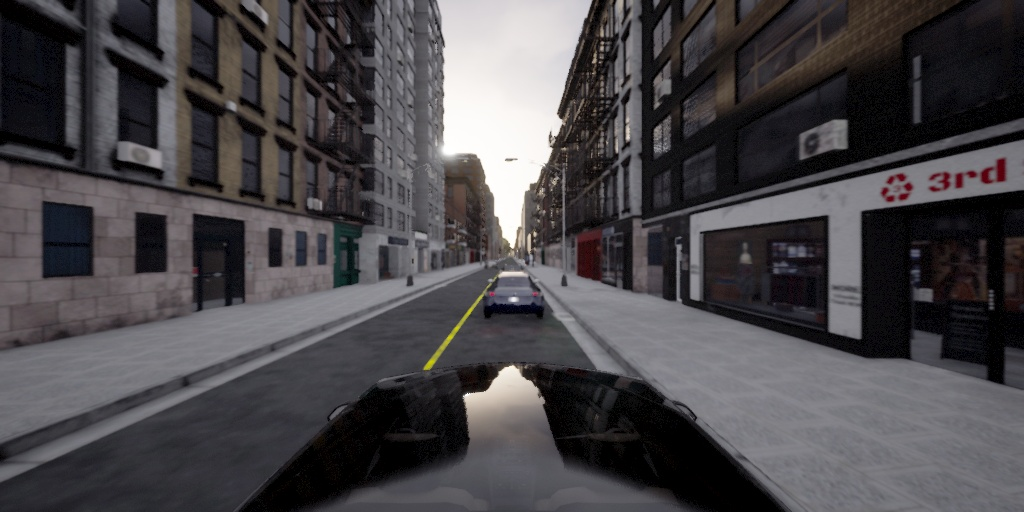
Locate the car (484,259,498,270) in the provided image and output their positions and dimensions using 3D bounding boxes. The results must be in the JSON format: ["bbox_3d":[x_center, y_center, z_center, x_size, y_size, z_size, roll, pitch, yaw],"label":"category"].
[{"bbox_3d":[-3.086,1.215,53.134,2.128,1.511,4.902,0,0,0],"label":"car"}]

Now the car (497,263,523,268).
[{"bbox_3d":[0.055,1.307,27.431,1.895,1.301,4.718,0,0,0],"label":"car"}]

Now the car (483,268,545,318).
[{"bbox_3d":[0.062,1.286,12.790,1.994,1.385,4.181,0,0,0],"label":"car"}]

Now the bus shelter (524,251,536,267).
[{"bbox_3d":[3.116,0.608,61.299,1.920,2.740,3.880,0,0,0],"label":"bus shelter"}]
